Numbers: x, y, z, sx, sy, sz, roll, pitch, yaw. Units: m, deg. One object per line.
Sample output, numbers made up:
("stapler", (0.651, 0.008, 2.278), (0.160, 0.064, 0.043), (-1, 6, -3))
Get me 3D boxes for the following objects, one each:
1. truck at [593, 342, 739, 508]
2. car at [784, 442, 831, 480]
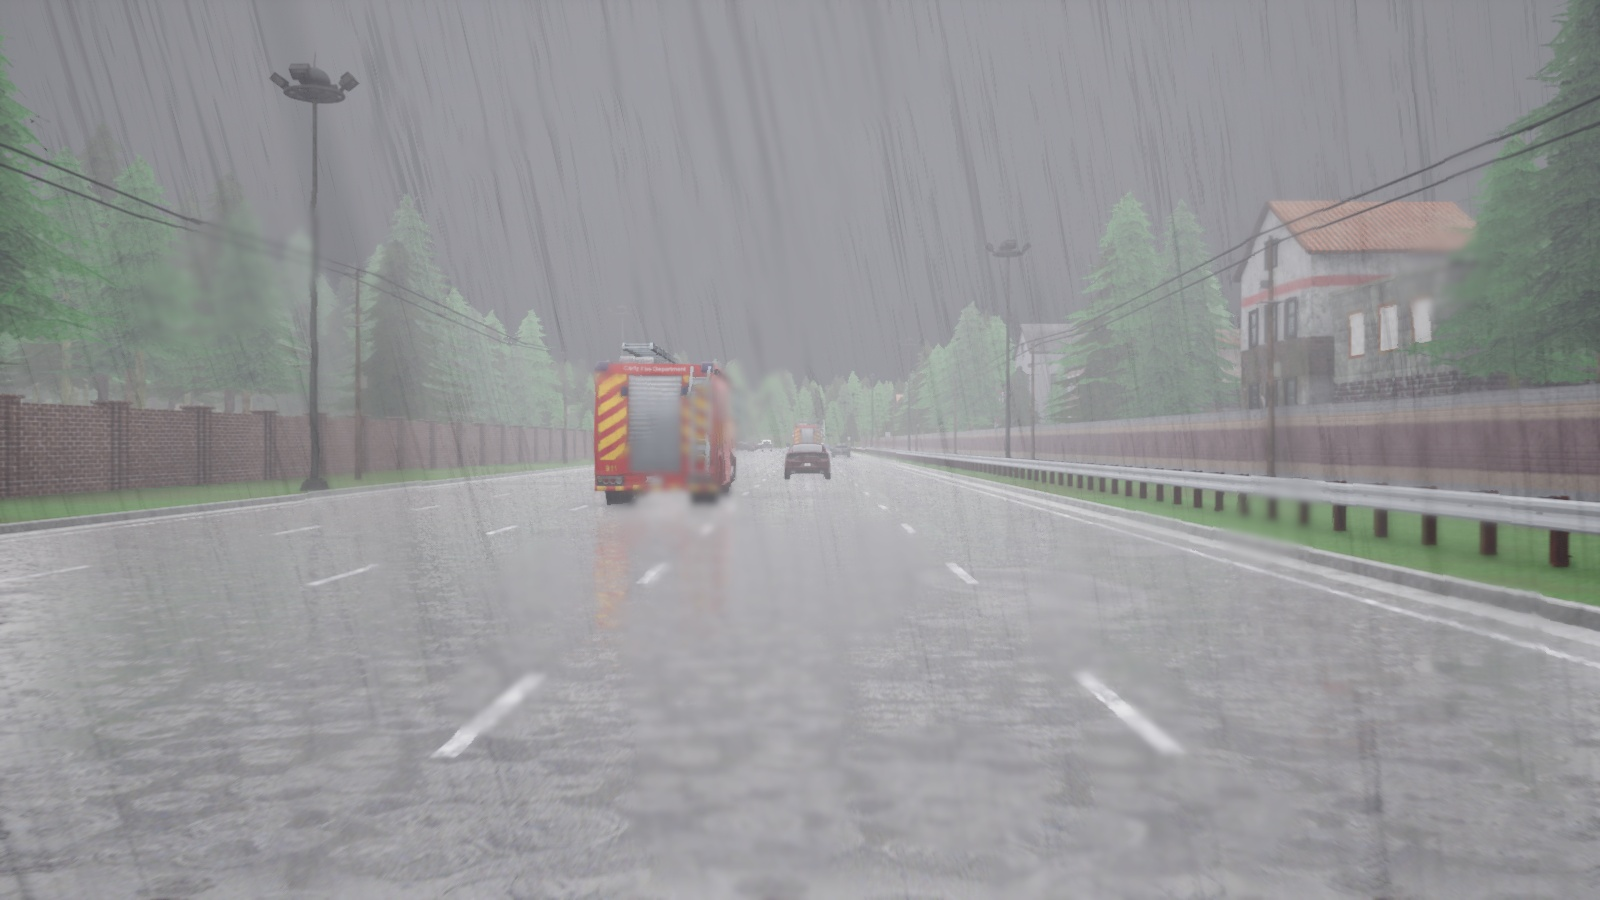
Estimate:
("truck", (-3.295, -0.608, 33.165), (2.891, 3.827, 8.468), (0, 0, 0))
("car", (0.319, 0.424, 53.221), (1.882, 1.535, 5.008), (0, 0, 0))
